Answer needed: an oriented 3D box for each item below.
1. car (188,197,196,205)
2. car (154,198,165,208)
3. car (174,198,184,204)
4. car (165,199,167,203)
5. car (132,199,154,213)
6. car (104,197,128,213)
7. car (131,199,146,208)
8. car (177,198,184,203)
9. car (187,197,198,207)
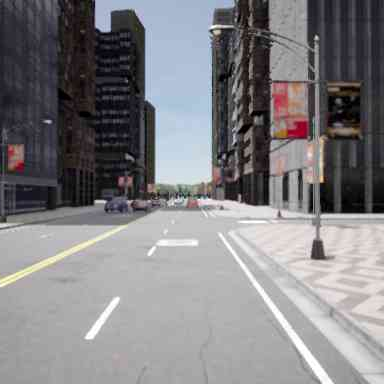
[{"bbox_3d":[-0.006,2.066,80.275,2.097,1.767,4.553,0,0,0],"label":"car"},{"bbox_3d":[-6.550,2.111,59.738,1.994,1.385,4.181,0,0,1],"label":"car"},{"bbox_3d":[-3.256,2.307,80.333,1.895,1.301,4.718,0,0,0],"label":"car"},{"bbox_3d":[-6.505,2.180,75.365,1.812,1.442,4.674,0,0,0],"label":"car"},{"bbox_3d":[-6.593,1.899,44.139,1.882,1.535,5.008,0,0,0],"label":"car"},{"bbox_3d":[-9.845,1.638,43.573,2.150,2.045,5.566,0,0,0],"label":"car"},{"bbox_3d":[-9.784,2.034,60.932,1.882,1.535,5.008,0,0,1],"label":"car"},{"bbox_3d":[-3.257,2.424,95.287,1.895,1.301,4.718,0,0,0],"label":"car"},{"bbox_3d":[0.096,1.916,61.840,2.097,1.767,4.553,0,0,0],"label":"car"}]
